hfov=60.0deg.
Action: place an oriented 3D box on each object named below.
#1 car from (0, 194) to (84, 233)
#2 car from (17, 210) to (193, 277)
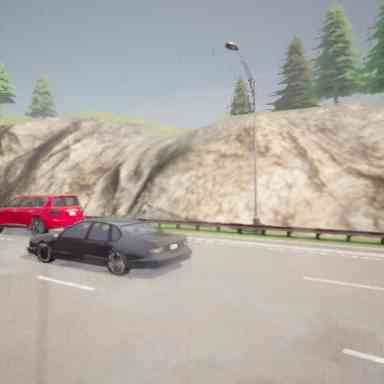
[{"bbox_3d":[-8.089,1.125,17.175,5.566,2.045,2.150,0,0,28],"label":"car"},{"bbox_3d":[-2.626,1.475,10.001,5.357,1.411,2.033,0,1,31],"label":"car"}]
